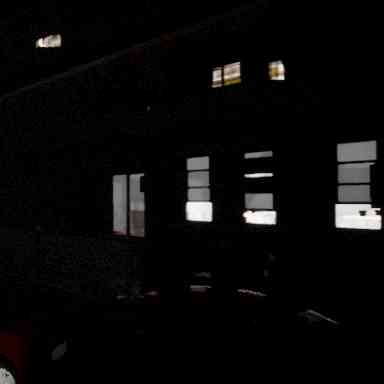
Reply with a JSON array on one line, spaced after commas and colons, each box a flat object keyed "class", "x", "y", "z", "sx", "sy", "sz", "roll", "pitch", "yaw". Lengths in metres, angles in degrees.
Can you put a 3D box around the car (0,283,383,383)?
[{"class": "car", "x": -0.072, "y": 1.541, "z": 2.940, "sx": 4.507, "sy": 1.381, "sz": 1.887, "roll": 0, "pitch": -1, "yaw": 36}]
